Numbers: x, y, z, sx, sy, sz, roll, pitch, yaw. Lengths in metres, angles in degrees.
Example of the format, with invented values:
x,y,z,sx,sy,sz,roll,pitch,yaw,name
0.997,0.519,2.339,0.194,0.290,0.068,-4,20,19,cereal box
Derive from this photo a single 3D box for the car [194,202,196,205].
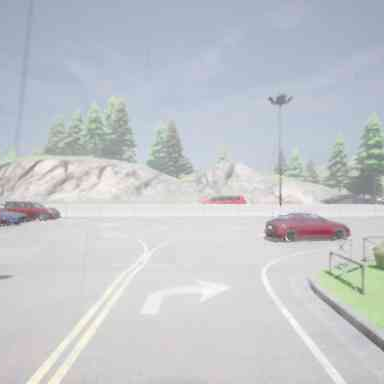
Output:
x,y,z,sx,sy,sz,roll,pitch,yaw,name
3.438,1.392,41.817,5.566,2.045,2.150,0,0,-1,car

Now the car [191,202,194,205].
x,y,z,sx,sy,sz,roll,pitch,yaw,name
2.168,1.767,48.804,4.718,1.301,1.895,0,0,-1,car

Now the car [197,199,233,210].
x,y,z,sx,sy,sz,roll,pitch,yaw,name
3.094,1.694,45.307,4.674,1.442,1.812,0,0,-1,car

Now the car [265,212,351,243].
x,y,z,sx,sy,sz,roll,pitch,yaw,name
5.933,1.749,17.130,4.181,1.385,1.994,0,0,-11,car

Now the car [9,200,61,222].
x,y,z,sx,sy,sz,roll,pitch,yaw,name
-13.298,1.531,27.453,4.553,1.767,2.097,0,0,-1,car

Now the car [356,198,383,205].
x,y,z,sx,sy,sz,roll,pitch,yaw,name
21.826,1.737,38.493,4.181,1.385,1.994,0,0,0,car

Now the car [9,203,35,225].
x,y,z,sx,sy,sz,roll,pitch,yaw,name
-14.652,1.728,23.939,5.357,1.411,2.033,0,0,-1,car

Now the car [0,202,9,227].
x,y,z,sx,sy,sz,roll,pitch,yaw,name
-14.795,1.404,20.438,5.566,2.045,2.150,0,0,-1,car

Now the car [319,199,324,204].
x,y,z,sx,sy,sz,roll,pitch,yaw,name
21.739,1.391,48.978,5.566,2.045,2.150,0,0,0,car

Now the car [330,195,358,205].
x,y,z,sx,sy,sz,roll,pitch,yaw,name
20.416,1.522,41.978,4.553,1.767,2.097,0,0,0,car

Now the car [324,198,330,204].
x,y,z,sx,sy,sz,roll,pitch,yaw,name
21.314,1.646,45.482,5.008,1.535,1.882,0,0,0,car

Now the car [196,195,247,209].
x,y,z,sx,sy,sz,roll,pitch,yaw,name
3.534,1.393,38.320,5.566,2.045,2.150,0,0,-1,car
